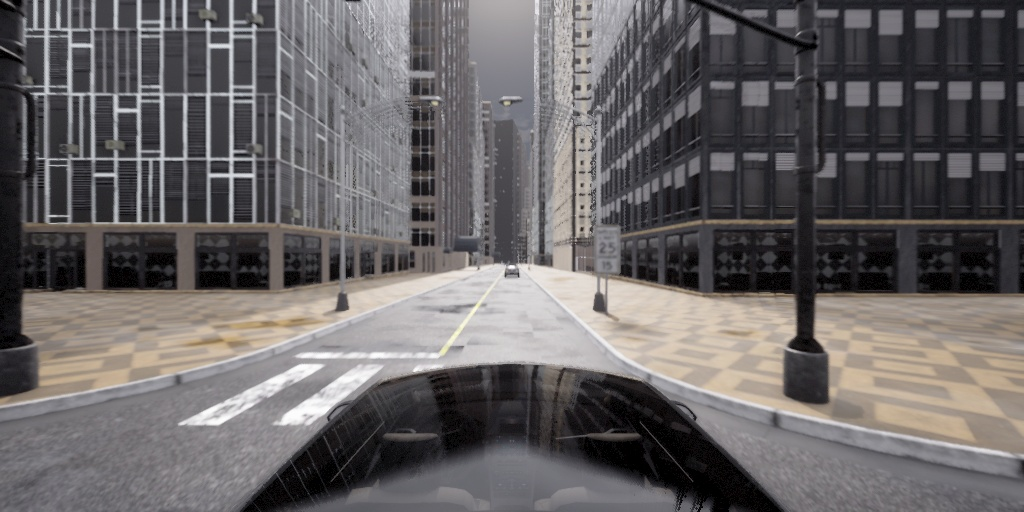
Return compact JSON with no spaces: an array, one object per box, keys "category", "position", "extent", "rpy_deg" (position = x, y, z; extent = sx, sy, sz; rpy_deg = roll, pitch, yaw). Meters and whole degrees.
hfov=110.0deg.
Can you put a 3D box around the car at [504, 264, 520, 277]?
[{"category":"car","position":[0.011,1.752,42.697],"extent":[2.033,1.411,5.357],"rpy_deg":[0,-1,0]}]
